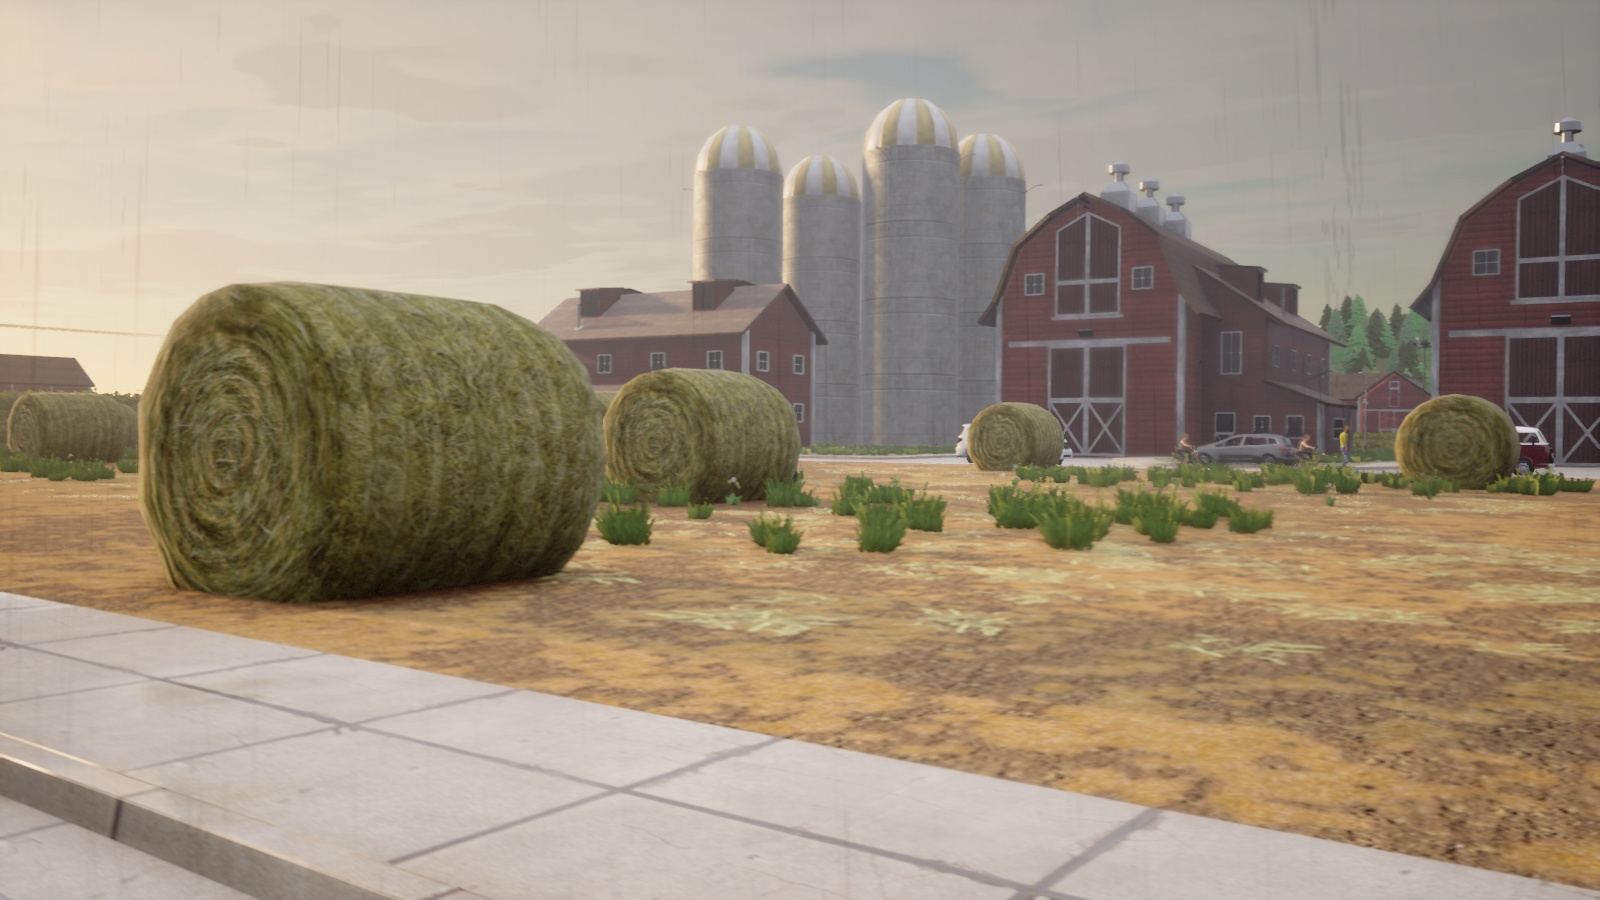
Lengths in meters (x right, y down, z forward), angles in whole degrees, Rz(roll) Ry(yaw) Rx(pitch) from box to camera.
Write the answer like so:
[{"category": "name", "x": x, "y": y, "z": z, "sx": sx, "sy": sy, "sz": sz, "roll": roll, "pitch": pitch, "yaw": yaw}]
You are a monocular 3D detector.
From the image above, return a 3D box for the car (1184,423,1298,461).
[{"category": "car", "x": 20.468, "y": -0.380, "z": 58.318, "sx": 4.611, "sy": 1.667, "sz": 2.242, "roll": 0, "pitch": 1, "yaw": 32}]

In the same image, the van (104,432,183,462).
[{"category": "van", "x": -44.748, "y": -0.232, "z": 85.690, "sx": 1.775, "sy": 1.987, "sz": 4.442, "roll": 0, "pitch": 1, "yaw": 35}]

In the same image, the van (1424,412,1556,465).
[{"category": "van", "x": 27.368, "y": -0.453, "z": 49.857, "sx": 4.480, "sy": 2.038, "sz": 2.069, "roll": 0, "pitch": 1, "yaw": 32}]

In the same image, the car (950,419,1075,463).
[{"category": "car", "x": 10.224, "y": -0.453, "z": 60.601, "sx": 5.566, "sy": 2.045, "sz": 2.150, "roll": 0, "pitch": 1, "yaw": 32}]

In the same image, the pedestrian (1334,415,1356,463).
[{"category": "pedestrian", "x": 20.830, "y": -0.429, "z": 47.997, "sx": 0.706, "sy": 1.836, "sz": 0.354, "roll": 0, "pitch": 1, "yaw": 6}]
